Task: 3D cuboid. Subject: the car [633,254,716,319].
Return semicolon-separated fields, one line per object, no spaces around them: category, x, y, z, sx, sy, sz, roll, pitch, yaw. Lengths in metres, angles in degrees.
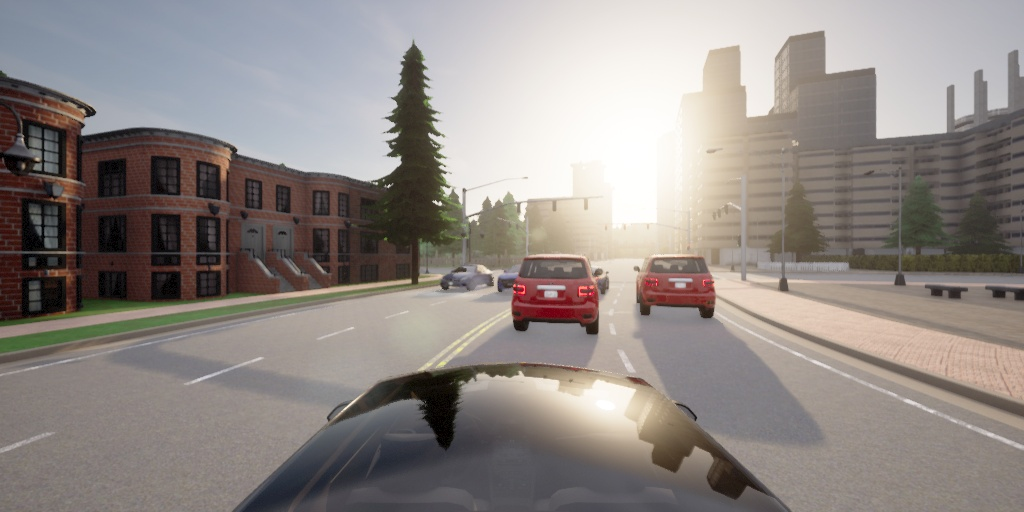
car;5.771;0.962;13.178;2.150;2.045;5.566;0;0;17

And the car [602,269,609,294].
car;4.361;1.261;20.000;1.812;1.442;4.674;0;0;19

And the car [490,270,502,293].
car;0.722;1.213;20.728;1.882;1.535;5.008;0;0;20

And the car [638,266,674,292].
car;8.870;1.334;22.428;1.895;1.301;4.718;0;0;19

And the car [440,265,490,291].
car;-2.574;1.260;21.912;1.812;1.442;4.674;0;0;20

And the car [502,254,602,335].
car;1.493;0.964;10.806;2.150;2.045;5.566;0;0;13
